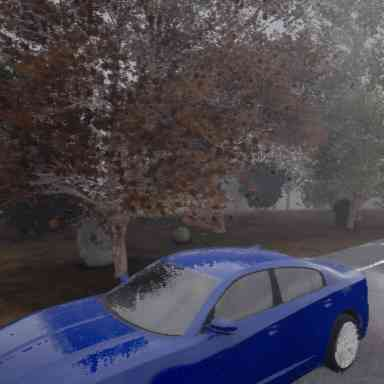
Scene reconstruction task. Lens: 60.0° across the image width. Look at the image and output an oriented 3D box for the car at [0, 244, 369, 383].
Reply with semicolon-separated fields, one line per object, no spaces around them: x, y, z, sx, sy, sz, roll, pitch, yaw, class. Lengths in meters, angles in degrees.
0.231;1.485;4.025;5.008;1.535;1.882;0;0;-38;car
